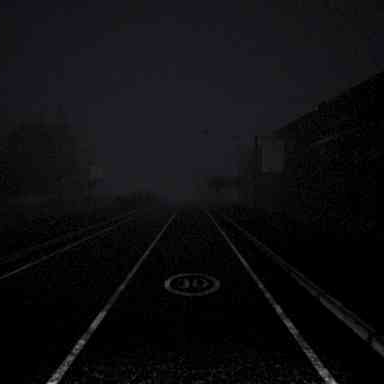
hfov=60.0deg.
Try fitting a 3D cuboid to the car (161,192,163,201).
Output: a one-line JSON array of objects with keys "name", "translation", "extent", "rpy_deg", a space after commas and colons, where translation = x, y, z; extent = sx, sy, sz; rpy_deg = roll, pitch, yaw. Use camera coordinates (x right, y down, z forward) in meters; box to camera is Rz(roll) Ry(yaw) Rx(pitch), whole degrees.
[{"name": "car", "translation": [-8.836, 1.276, 66.535], "extent": [4.892, 1.521, 2.231], "rpy_deg": [0, 0, 0]}]

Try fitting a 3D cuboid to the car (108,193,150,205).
[{"name": "car", "translation": [-8.837, 1.228, 46.916], "extent": [4.892, 1.521, 2.231], "rpy_deg": [0, 0, 0]}]

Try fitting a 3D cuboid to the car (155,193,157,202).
[{"name": "car", "translation": [-8.844, 1.231, 55.321], "extent": [4.892, 1.521, 2.231], "rpy_deg": [0, 0, 0]}]

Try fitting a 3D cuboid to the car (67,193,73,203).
[{"name": "car", "translation": [-21.921, 1.266, 52.517], "extent": [4.674, 1.452, 2.002], "rpy_deg": [0, 0, 0]}]

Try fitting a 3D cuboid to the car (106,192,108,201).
[{"name": "car", "translation": [-21.901, 1.343, 74.794], "extent": [4.792, 1.488, 2.163], "rpy_deg": [0, 0, 0]}]

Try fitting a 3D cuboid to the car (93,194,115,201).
[{"name": "car", "translation": [-21.935, 1.358, 83.149], "extent": [5.008, 1.535, 2.097], "rpy_deg": [0, 0, 0]}]

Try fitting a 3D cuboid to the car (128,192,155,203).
[{"name": "car", "translation": [-8.869, 0.974, 49.716], "extent": [5.566, 2.045, 2.435], "rpy_deg": [0, 0, 0]}]

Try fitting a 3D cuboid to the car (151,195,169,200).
[{"name": "car", "translation": [-8.901, 1.449, 91.760], "extent": [4.792, 1.488, 2.163], "rpy_deg": [0, 0, 0]}]

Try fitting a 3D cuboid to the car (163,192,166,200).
[{"name": "car", "translation": [-8.842, 1.301, 72.141], "extent": [5.008, 1.535, 2.097], "rpy_deg": [0, 0, 0]}]

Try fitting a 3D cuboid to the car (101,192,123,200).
[{"name": "car", "translation": [-21.922, 1.166, 91.381], "extent": [5.566, 2.045, 2.435], "rpy_deg": [0, 0, 0]}]

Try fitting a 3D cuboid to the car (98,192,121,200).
[{"name": "car", "translation": [-21.918, 1.145, 88.719], "extent": [5.566, 2.045, 2.435], "rpy_deg": [0, 0, 0]}]

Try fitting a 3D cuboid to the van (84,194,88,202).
[{"name": "van", "translation": [-22.034, 1.023, 60.867], "extent": [4.442, 1.987, 1.878], "rpy_deg": [0, 0, 0]}]

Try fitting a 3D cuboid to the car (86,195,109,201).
[{"name": "car", "translation": [-21.962, 1.356, 77.579], "extent": [4.792, 1.488, 2.163], "rpy_deg": [0, 0, 0]}]

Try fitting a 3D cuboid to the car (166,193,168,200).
[{"name": "car", "translation": [-8.879, 1.063, 74.946], "extent": [5.566, 2.045, 2.435], "rpy_deg": [0, 0, 0]}]

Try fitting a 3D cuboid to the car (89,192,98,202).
[{"name": "car", "translation": [-21.919, 1.315, 66.438], "extent": [4.674, 1.452, 2.002], "rpy_deg": [0, 0, 0]}]

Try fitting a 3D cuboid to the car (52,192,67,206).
[{"name": "car", "translation": [-21.925, 1.224, 49.730], "extent": [5.008, 1.535, 2.097], "rpy_deg": [0, 0, 0]}]

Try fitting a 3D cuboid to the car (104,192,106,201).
[{"name": "car", "translation": [-21.921, 1.300, 72.009], "extent": [5.008, 1.535, 2.097], "rpy_deg": [0, 0, 0]}]

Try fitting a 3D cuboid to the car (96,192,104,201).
[{"name": "car", "translation": [-21.738, 1.284, 69.223], "extent": [5.366, 1.575, 1.946], "rpy_deg": [0, 0, 0]}]

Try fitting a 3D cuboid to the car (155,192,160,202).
[{"name": "car", "translation": [-8.866, 0.988, 58.127], "extent": [5.566, 2.045, 2.435], "rpy_deg": [0, 0, 0]}]

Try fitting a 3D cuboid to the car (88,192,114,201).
[{"name": "car", "translation": [-21.909, 1.090, 80.364], "extent": [5.566, 2.045, 2.435], "rpy_deg": [0, 0, 0]}]

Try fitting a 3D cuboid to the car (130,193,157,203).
[{"name": "car", "translation": [-8.807, 1.124, 60.927], "extent": [4.553, 1.767, 2.185], "rpy_deg": [0, 0, 0]}]

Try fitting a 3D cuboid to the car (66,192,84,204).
[{"name": "car", "translation": [-21.886, 1.113, 58.086], "extent": [4.553, 1.767, 2.185], "rpy_deg": [0, 0, 0]}]

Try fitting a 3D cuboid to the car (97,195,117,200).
[{"name": "car", "translation": [-21.941, 1.415, 85.809], "extent": [4.674, 1.452, 2.002], "rpy_deg": [0, 0, 0]}]

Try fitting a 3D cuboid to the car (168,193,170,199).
[{"name": "car", "translation": [-8.859, 1.377, 86.157], "extent": [5.008, 1.535, 2.097], "rpy_deg": [0, 0, 0]}]

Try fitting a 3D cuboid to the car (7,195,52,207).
[{"name": "car", "translation": [-21.919, 1.232, 44.162], "extent": [5.008, 1.535, 2.097], "rpy_deg": [0, 0, 0]}]
